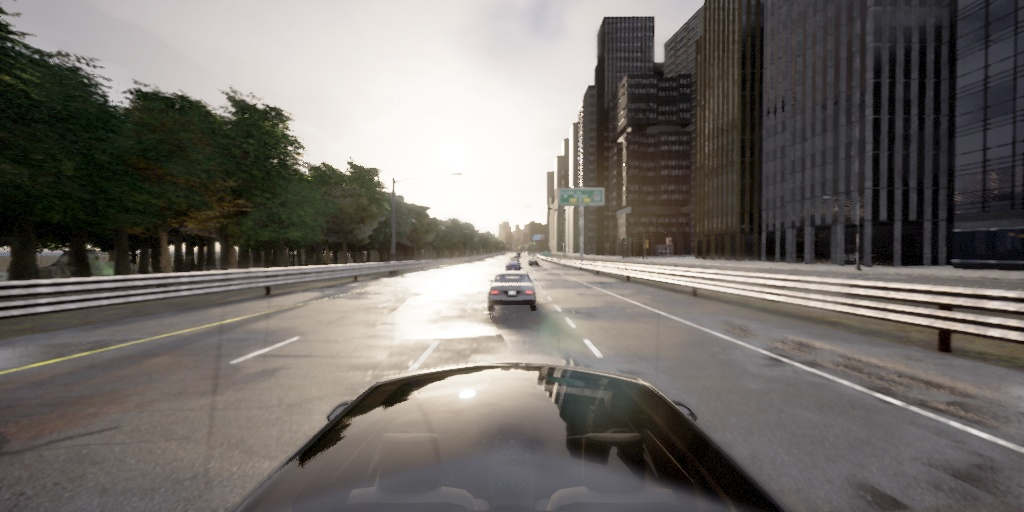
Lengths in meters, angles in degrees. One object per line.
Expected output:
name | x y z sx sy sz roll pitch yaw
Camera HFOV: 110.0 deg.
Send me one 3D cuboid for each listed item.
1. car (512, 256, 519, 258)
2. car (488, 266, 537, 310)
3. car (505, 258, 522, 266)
car | 0.326 1.172 61.255 1.837 1.490 4.892 0 0 1
car | 0.010 1.305 14.753 2.033 1.411 5.357 0 0 0
car | 0.146 1.253 42.725 1.812 1.442 4.674 0 0 0
